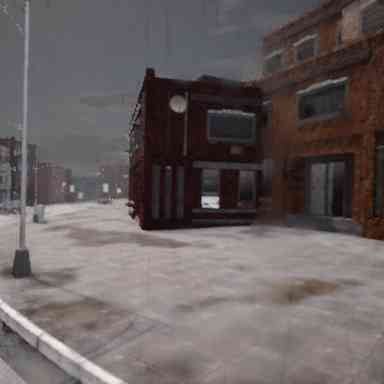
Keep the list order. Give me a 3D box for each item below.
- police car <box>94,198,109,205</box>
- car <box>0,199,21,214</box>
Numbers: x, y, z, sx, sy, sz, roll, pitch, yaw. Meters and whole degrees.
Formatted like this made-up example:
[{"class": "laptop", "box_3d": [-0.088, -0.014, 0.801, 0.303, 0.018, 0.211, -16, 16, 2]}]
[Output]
[{"class": "police car", "box_3d": [-24.640, 2.602, 91.045, 1.930, 1.638, 5.238, 1, -1, -8]}, {"class": "car", "box_3d": [-22.478, 1.722, 41.428, 2.097, 1.767, 4.553, 1, -1, -8]}]
